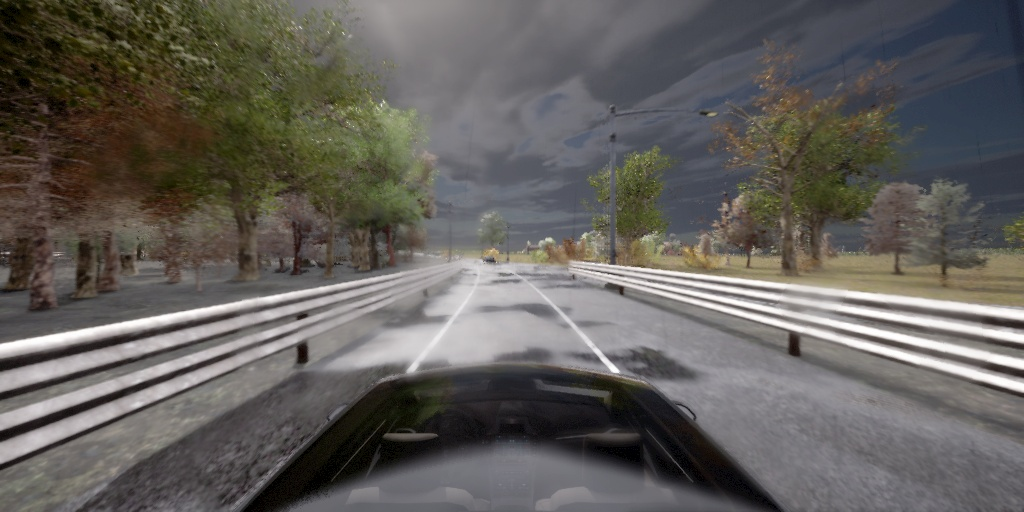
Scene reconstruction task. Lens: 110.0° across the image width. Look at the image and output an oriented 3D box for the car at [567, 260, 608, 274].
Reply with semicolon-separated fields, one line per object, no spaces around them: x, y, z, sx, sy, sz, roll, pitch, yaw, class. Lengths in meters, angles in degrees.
7.160;1.117;34.077;2.033;1.411;5.357;1;1;-17;car
